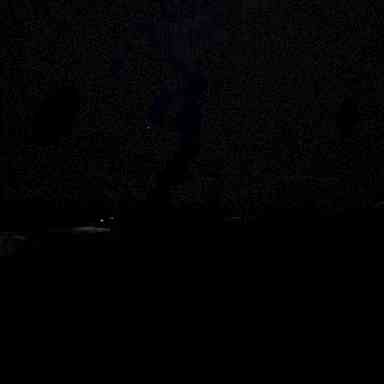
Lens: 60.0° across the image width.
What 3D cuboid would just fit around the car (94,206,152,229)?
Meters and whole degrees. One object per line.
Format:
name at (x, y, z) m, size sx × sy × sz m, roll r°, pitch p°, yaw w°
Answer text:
car at (-4.773, 1.735, 23.519) m, size 1.994 × 1.385 × 4.181 m, roll 2°, pitch 0°, yaw 36°

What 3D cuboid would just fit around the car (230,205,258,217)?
car at (6.211, 2.214, 39.071) m, size 1.994 × 1.385 × 4.181 m, roll 2°, pitch 0°, yaw 35°
